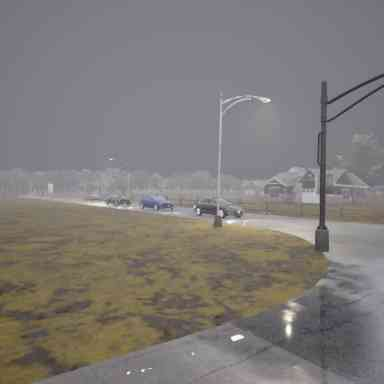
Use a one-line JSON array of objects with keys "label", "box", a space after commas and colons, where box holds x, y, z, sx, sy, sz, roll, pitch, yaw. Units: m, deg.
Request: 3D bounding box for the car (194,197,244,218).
[{"label": "car", "box": [2.056, 1.226, 26.470, 1.837, 1.490, 4.892, 2, 0, -35]}]

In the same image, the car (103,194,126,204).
[{"label": "car", "box": [-12.396, 1.087, 52.991, 1.994, 1.385, 4.181, 2, -1, -35]}]

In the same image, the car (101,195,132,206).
[{"label": "car", "box": [-9.529, 1.108, 42.770, 1.895, 1.301, 4.718, 2, -1, -35]}]

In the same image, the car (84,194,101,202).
[{"label": "car", "box": [-18.194, 1.007, 61.142, 2.033, 1.411, 5.357, 2, -1, -35]}]

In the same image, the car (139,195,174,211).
[{"label": "car", "box": [-3.739, 1.083, 34.617, 1.882, 1.535, 5.008, 2, 0, -36]}]
